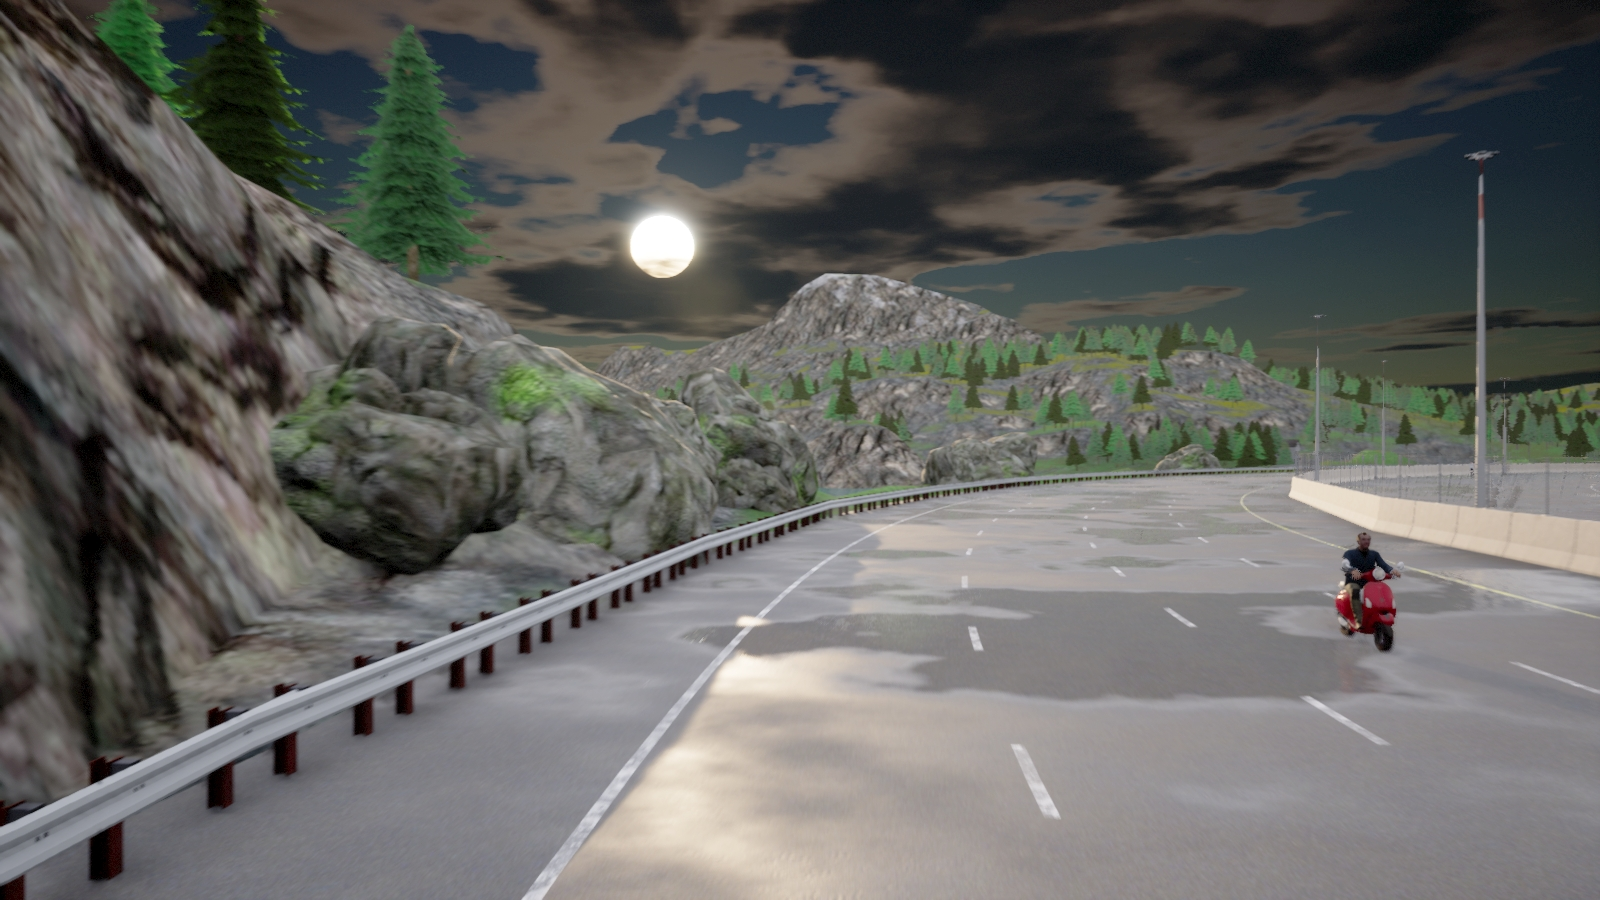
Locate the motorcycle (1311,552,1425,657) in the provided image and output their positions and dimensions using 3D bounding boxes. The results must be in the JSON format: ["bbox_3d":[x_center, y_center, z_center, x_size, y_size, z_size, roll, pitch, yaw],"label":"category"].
[{"bbox_3d":[8.160,2.194,16.520,0.856,1.236,1.805,2,0,6],"label":"motorcycle"}]
